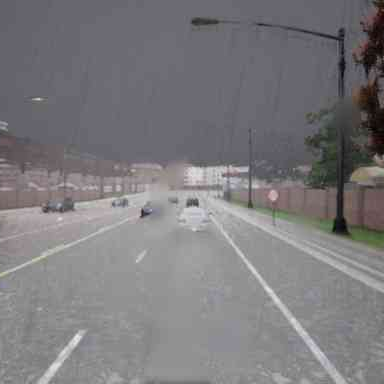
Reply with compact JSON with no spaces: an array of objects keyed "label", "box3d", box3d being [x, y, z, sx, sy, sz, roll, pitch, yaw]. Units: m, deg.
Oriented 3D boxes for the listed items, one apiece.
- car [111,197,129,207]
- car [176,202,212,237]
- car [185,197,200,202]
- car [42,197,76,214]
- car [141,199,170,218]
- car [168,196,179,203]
[{"label":"car","box3d":[-10.515,1.448,48.988,2.128,1.511,4.902,0,0,0]},{"label":"car","box3d":[0.097,1.509,17.920,1.812,1.442,4.674,0,0,0]},{"label":"car","box3d":[0.094,1.461,50.553,1.837,1.490,4.892,0,0,0]},{"label":"car","box3d":[-14.064,1.319,35.286,2.097,1.767,4.553,0,0,0]},{"label":"car","box3d":[-3.403,1.536,30.054,1.994,1.385,4.181,0,0,0]},{"label":"car","box3d":[-3.410,1.473,61.017,2.033,1.411,5.357,0,0,0]}]
